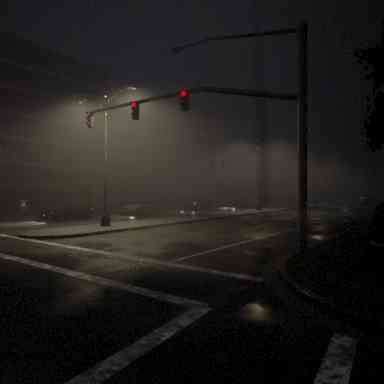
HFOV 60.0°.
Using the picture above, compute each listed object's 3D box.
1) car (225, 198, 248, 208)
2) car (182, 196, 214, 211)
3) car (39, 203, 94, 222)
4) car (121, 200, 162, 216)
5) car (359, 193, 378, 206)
[{"bbox_3d":[6.611,1.564,49.404,1.994,1.385,4.181,0,0,36],"label":"car"},{"bbox_3d":[0.772,1.352,41.376,2.097,1.767,4.553,0,0,36],"label":"car"},{"bbox_3d":[-9.952,1.564,26.600,1.994,1.385,4.181,0,0,36],"label":"car"},{"bbox_3d":[-4.960,1.524,33.480,1.812,1.442,4.674,0,0,36],"label":"car"},{"bbox_3d":[28.728,1.221,54.042,2.150,2.045,5.566,0,0,36],"label":"car"}]
